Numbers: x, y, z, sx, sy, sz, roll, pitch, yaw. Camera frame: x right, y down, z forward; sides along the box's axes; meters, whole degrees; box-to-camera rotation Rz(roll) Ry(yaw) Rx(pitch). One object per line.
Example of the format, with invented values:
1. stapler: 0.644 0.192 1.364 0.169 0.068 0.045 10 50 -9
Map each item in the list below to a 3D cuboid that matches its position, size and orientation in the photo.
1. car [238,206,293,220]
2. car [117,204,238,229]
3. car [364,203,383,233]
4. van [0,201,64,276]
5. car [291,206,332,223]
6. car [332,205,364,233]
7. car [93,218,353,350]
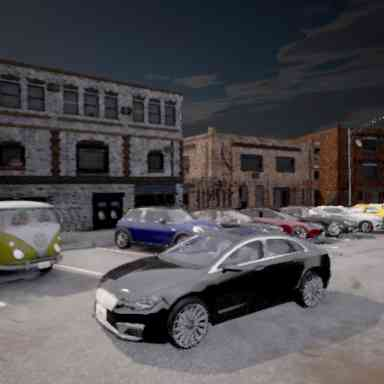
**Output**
1. car: 1.562 1.495 14.712 4.892 1.521 2.231 -1 -1 35
2. car: -0.847 1.366 13.027 4.553 1.767 2.185 -1 -1 35
3. car: 8.732 1.547 19.819 4.674 1.452 2.002 -1 -1 35
4. van: -5.504 1.259 9.539 4.442 1.987 1.878 -1 -1 35
5. car: 3.981 1.527 16.395 4.792 1.488 2.163 -1 -1 35
6. car: 6.342 1.504 18.124 4.892 1.521 2.231 -1 -1 34
7. car: 0.665 1.494 6.306 4.902 1.511 2.128 0 0 -35
